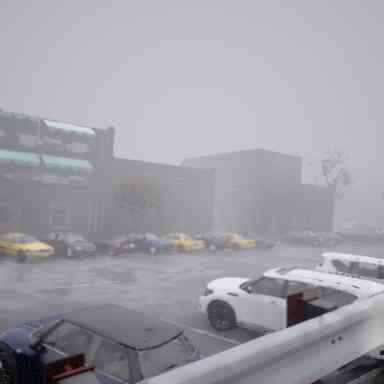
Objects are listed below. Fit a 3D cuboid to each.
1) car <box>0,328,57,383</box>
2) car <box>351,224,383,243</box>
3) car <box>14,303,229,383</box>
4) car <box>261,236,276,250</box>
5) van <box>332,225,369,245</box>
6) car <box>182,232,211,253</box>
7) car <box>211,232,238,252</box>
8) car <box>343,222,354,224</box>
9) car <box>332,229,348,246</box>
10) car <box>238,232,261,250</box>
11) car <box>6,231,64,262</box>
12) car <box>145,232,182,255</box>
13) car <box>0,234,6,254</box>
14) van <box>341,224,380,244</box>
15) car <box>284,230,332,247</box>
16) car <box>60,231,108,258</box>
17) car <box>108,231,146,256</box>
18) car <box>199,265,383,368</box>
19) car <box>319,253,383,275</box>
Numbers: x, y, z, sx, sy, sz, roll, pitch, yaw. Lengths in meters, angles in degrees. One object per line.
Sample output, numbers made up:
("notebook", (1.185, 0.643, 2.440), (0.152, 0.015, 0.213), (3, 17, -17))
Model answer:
("car", (-4.357, 2.880, 4.754), (4.553, 1.767, 2.185), (3, -2, 34))
("car", (25.123, 6.107, 46.827), (5.566, 2.045, 2.435), (1, -4, 34))
("car", (-1.908, 3.090, 6.521), (4.553, 1.767, 2.185), (3, -2, 34))
("car", (5.935, 4.754, 33.031), (4.792, 1.488, 2.163), (1, -4, 34))
("van", (20.203, 5.723, 43.453), (4.442, 1.987, 1.878), (1, -3, 34))
("car", (-1.438, 4.104, 27.971), (5.366, 1.575, 1.946), (1, -3, 34))
("car", (1.119, 4.314, 29.599), (5.008, 1.535, 2.097), (1, -3, 34))
("car", (33.954, 7.633, 72.509), (2.435, 2.045, 5.566), (2, -2, 36))
("car", (15.503, 5.543, 39.936), (4.892, 1.521, 2.231), (1, -3, 34))
("car", (3.356, 4.513, 31.415), (5.366, 1.575, 1.946), (1, -3, 34))
("car", (-10.713, 3.291, 20.886), (5.366, 1.575, 1.946), (1, -4, 34))
("car", (-3.683, 3.904, 26.144), (5.008, 1.535, 2.097), (1, -4, 35))
("car", (-13.285, 2.961, 19.287), (4.553, 1.767, 2.185), (1, -4, 34))
("van", (22.601, 5.926, 45.175), (4.442, 1.987, 1.878), (1, -3, 34))
("car", (13.082, 5.212, 38.235), (4.553, 1.767, 2.185), (1, -4, 34))
("car", (-8.478, 3.497, 22.704), (4.892, 1.521, 2.231), (1, -4, 34))
("car", (-6.103, 3.729, 24.438), (4.792, 1.488, 2.163), (1, -3, 34))
("car", (2.946, 3.380, 10.070), (5.566, 2.045, 2.435), (3, -2, 34))
("car", (7.893, 3.800, 13.558), (5.566, 2.045, 2.435), (3, -2, 34))
